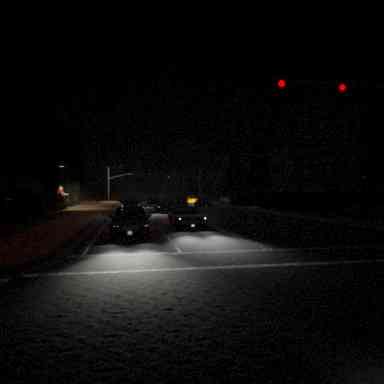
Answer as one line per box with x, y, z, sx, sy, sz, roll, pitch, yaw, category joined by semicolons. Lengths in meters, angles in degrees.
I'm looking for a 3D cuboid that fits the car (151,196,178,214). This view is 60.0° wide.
-3.024;1.520;35.714;1.812;1.442;4.674;0;0;-10;car

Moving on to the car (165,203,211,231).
-0.343;1.597;20.989;1.895;1.301;4.718;0;0;-10;car

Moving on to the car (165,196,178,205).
-3.691;1.494;59.412;1.837;1.490;4.892;0;0;-10;car

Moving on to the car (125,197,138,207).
-9.502;1.535;52.258;1.837;1.490;4.892;0;0;-10;car

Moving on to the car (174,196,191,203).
-1.870;1.343;49.743;2.097;1.767;4.553;0;0;-10;car

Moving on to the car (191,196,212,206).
1.641;1.590;49.981;1.895;1.301;4.718;0;0;-10;car

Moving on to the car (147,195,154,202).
-6.064;1.354;52.915;2.097;1.767;4.553;0;0;-10;car

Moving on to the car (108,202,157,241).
-3.115;1.487;16.736;2.128;1.511;4.902;0;0;-11;car

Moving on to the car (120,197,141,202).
-6.445;1.348;34.967;2.097;1.767;4.553;0;0;-10;car
